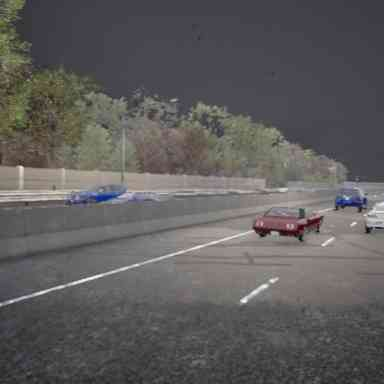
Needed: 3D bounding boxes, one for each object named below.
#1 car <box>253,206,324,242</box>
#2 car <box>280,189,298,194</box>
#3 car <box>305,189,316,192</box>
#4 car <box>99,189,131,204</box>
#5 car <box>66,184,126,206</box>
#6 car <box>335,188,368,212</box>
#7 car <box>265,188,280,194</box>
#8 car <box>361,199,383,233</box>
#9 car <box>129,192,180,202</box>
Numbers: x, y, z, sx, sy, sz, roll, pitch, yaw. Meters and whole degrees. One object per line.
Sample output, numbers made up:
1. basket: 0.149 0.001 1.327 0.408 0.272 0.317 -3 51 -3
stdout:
1. car: 4.403 1.266 14.610 1.895 1.301 4.718 2 2 33
2. car: 18.607 0.190 62.464 1.837 1.490 4.892 2 2 33
3. car: 21.544 0.306 60.564 1.837 1.490 4.892 2 2 33
4. car: -4.770 0.722 26.560 1.812 1.442 4.674 2 2 33
5. car: -7.842 0.324 28.231 2.150 2.045 5.566 2 2 33
6. car: 14.461 0.632 30.126 2.150 2.045 5.566 2 2 33
7. car: 15.670 0.065 64.365 1.882 1.535 5.008 2 2 33
8. car: 9.783 1.225 16.496 1.812 1.442 4.674 2 2 33
9. car: -2.199 0.868 24.094 1.994 1.385 4.181 2 2 33
